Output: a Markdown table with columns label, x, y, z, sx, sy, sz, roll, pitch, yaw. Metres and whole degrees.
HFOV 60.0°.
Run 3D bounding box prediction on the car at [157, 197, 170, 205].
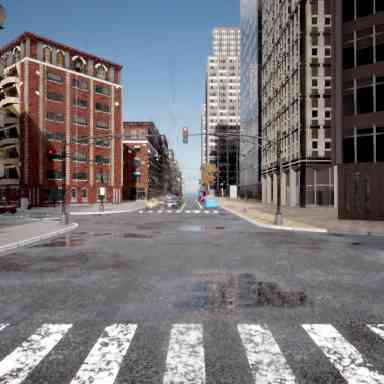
| label | x | y | z | sx | sy | sz | roll | pitch | yaw |
| --- | --- | --- | --- | --- | --- | --- | --- | --- | --- |
| car | -5.305 | 1.650 | 62.443 | 1.947 | 1.339 | 4.313 | 0 | 0 | 0 |

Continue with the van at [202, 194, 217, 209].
| label | x | y | z | sx | sy | sz | roll | pitch | yaw |
| --- | --- | --- | --- | --- | --- | --- | --- | --- | --- |
| van | 2.575 | 1.386 | 45.784 | 1.690 | 1.788 | 3.998 | 0 | 0 | 0 |

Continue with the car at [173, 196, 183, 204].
| label | x | y | z | sx | sy | sz | roll | pitch | yaw |
| --- | --- | --- | --- | --- | --- | --- | --- | --- | --- |
| car | -2.766 | 1.621 | 66.428 | 1.812 | 1.442 | 4.674 | 0 | 0 | 1 |

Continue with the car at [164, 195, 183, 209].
| label | x | y | z | sx | sy | sz | roll | pitch | yaw |
| --- | --- | --- | --- | --- | --- | --- | --- | --- | --- |
| car | -2.807 | 1.537 | 45.974 | 2.128 | 1.511 | 4.902 | 0 | 0 | 2 |

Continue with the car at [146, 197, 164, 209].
| label | x | y | z | sx | sy | sz | roll | pitch | yaw |
| --- | --- | --- | --- | --- | --- | --- | --- | --- | --- |
| car | -5.306 | 1.570 | 45.615 | 1.752 | 1.417 | 4.829 | 0 | 0 | 0 |

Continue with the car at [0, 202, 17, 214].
| label | x | y | z | sx | sy | sz | roll | pitch | yaw |
| --- | --- | --- | --- | --- | --- | --- | --- | --- | --- |
| car | -20.892 | 1.787 | 36.245 | 4.718 | 1.301 | 1.895 | -1 | -1 | 41 |

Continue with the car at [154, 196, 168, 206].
| label | x | y | z | sx | sy | sz | roll | pitch | yaw |
| --- | --- | --- | --- | --- | --- | --- | --- | --- | --- |
| car | -5.305 | 1.510 | 56.891 | 1.967 | 1.590 | 4.097 | 0 | 0 | 0 |

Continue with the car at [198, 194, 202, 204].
| label | x | y | z | sx | sy | sz | roll | pitch | yaw |
| --- | --- | --- | --- | --- | --- | --- | --- | --- | --- |
| car | 2.576 | 1.644 | 67.993 | 1.887 | 1.381 | 4.507 | 0 | 0 | 0 |

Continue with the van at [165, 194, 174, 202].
| label | x | y | z | sx | sy | sz | roll | pitch | yaw |
| --- | --- | --- | --- | --- | --- | --- | --- | --- | --- |
| van | -5.302 | 1.474 | 79.099 | 1.690 | 1.788 | 3.998 | 0 | 0 | 0 |
